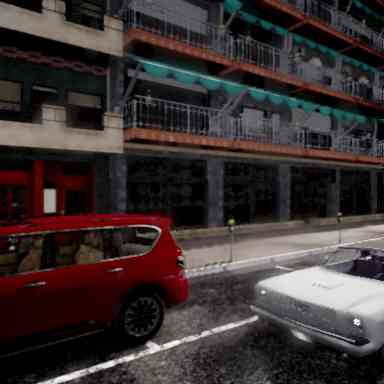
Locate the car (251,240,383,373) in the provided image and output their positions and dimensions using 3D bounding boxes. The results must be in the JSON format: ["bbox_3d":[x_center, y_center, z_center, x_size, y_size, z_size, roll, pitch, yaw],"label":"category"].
[{"bbox_3d":[3.237,1.591,5.691,4.718,1.301,1.895,0,0,-36],"label":"car"}]

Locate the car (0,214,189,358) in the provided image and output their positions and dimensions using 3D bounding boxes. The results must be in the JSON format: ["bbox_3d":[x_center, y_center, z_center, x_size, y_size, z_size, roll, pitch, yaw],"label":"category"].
[{"bbox_3d":[-2.368,1.313,4.872,5.009,1.841,2.192,0,0,-36],"label":"car"}]
